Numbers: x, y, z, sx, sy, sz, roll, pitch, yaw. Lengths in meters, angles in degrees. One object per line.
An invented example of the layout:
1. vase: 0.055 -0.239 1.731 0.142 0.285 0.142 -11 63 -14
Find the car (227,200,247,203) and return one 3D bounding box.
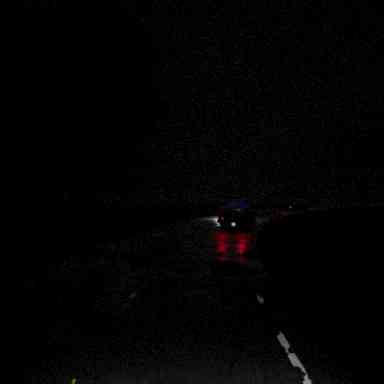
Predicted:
1. car: 4.357 1.531 32.842 1.882 1.535 5.008 0 -1 27

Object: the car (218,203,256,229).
1. car: 3.124 1.634 21.939 1.895 1.301 4.718 0 0 17

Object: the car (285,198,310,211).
1. car: 12.793 1.521 40.272 1.837 1.490 4.892 -1 -1 37
